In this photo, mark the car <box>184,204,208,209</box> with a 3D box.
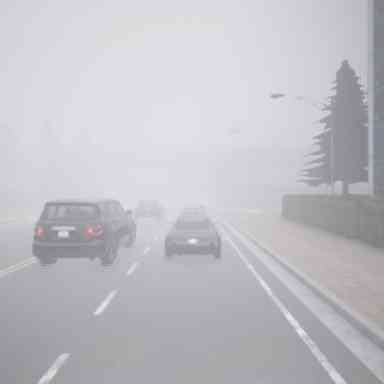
[{"bbox_3d":[0.318,1.595,27.231,1.895,1.301,4.718,0,0,7],"label":"car"}]

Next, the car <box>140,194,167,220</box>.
[{"bbox_3d":[-3.453,1.339,27.772,2.097,1.767,4.553,0,1,1],"label":"car"}]

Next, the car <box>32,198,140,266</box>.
[{"bbox_3d":[-3.463,1.224,11.720,2.150,2.045,5.566,0,0,1],"label":"car"}]

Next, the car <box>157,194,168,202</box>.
[{"bbox_3d":[-6.985,1.362,78.319,2.097,1.767,4.553,0,0,0],"label":"car"}]

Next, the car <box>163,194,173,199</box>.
[{"bbox_3d":[-6.772,1.217,93.919,1.895,1.301,4.718,0,0,5],"label":"car"}]

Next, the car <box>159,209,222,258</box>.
[{"bbox_3d":[0.048,1.565,12.800,1.994,1.385,4.181,0,0,1],"label":"car"}]
